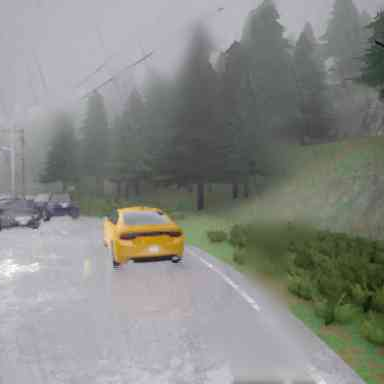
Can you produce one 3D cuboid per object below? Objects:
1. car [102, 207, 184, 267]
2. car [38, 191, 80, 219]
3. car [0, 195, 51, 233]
[{"bbox_3d":[-1.720,1.196,10.547,1.882,1.535,5.008,-1,2,-19],"label":"car"},{"bbox_3d":[-9.128,0.804,21.379,4.553,1.767,2.097,1,2,44],"label":"car"},{"bbox_3d":[-9.160,1.070,16.727,2.128,1.511,4.902,-2,2,-42],"label":"car"}]
